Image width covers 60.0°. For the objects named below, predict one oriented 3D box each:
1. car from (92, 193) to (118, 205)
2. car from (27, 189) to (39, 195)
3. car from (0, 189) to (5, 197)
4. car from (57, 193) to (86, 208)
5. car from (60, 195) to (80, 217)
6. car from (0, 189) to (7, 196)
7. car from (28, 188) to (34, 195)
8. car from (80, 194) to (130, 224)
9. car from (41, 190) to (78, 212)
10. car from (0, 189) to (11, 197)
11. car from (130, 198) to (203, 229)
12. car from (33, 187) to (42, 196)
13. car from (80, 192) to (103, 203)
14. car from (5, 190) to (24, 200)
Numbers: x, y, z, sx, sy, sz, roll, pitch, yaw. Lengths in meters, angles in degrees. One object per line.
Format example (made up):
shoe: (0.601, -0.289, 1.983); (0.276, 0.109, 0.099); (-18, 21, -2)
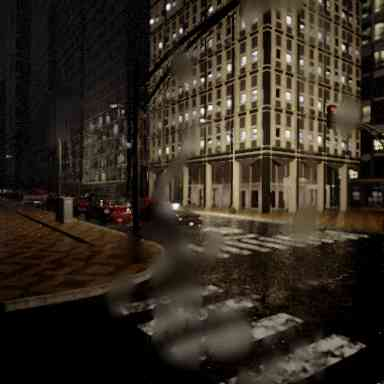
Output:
car: (-11.795, 0.874, 44.831); (1.752, 1.417, 4.829); (2, 0, -36)
car: (-40.955, -0.045, 85.467); (1.947, 1.339, 4.313); (2, 0, -36)
car: (-31.464, 0.404, 57.867); (2.008, 1.369, 4.403); (2, 0, -36)
car: (-13.644, 0.898, 37.472); (1.837, 1.490, 4.892); (1, 1, -35)
car: (-8.718, 1.185, 26.164); (1.802, 1.307, 4.206); (2, 0, -36)
car: (-41.214, 0.098, 71.453); (1.947, 1.339, 4.313); (2, 0, -36)
car: (-37.696, -0.189, 80.937); (2.192, 1.841, 5.009); (2, 0, -36)
car: (-5.463, 1.150, 21.636); (1.967, 1.590, 4.097); (2, 0, -36)
car: (-11.958, 0.811, 30.694); (2.192, 1.841, 5.009); (2, 0, -36)
car: (-37.964, 0.190, 66.924); (2.008, 1.369, 4.403); (2, 0, -36)
car: (-1.567, 1.339, 20.619); (2.033, 1.411, 5.357); (1, 1, -36)
car: (-34.453, 0.147, 76.406); (1.887, 1.381, 4.507); (2, 0, -36)
car: (-14.949, 0.811, 49.223); (1.947, 1.339, 4.313); (2, 0, -36)
car: (-28.214, 0.505, 53.338); (1.887, 1.381, 4.507); (2, 0, -36)
